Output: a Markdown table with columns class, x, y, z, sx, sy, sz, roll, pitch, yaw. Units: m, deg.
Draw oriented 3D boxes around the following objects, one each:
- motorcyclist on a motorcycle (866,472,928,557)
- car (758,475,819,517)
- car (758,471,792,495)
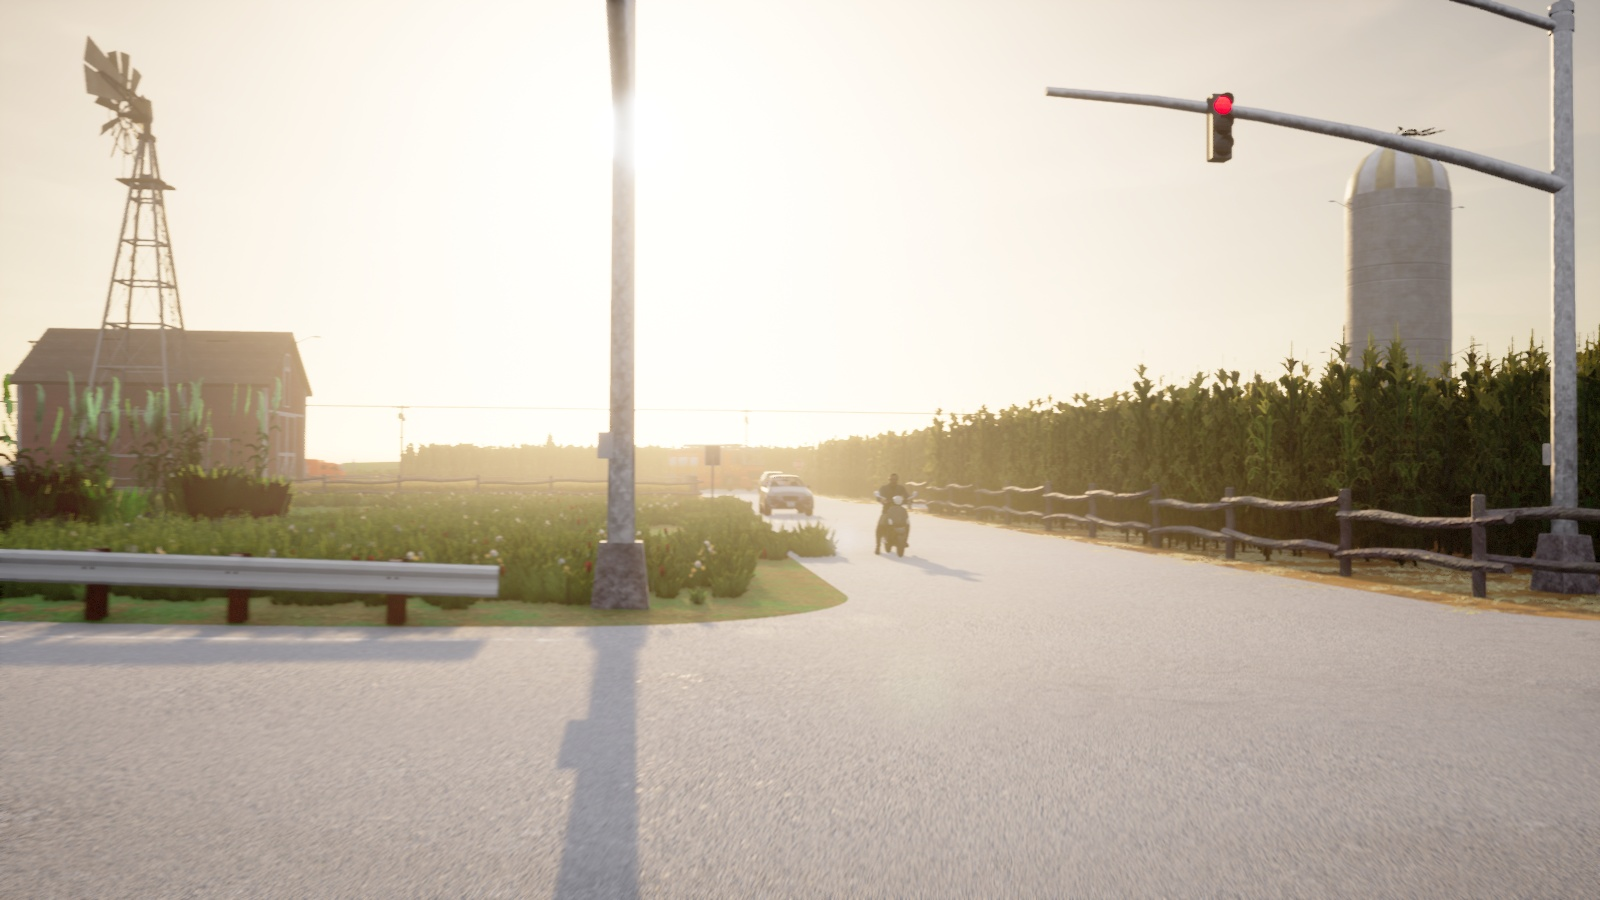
| class | x | y | z | sx | sy | sz | roll | pitch | yaw |
| --- | --- | --- | --- | --- | --- | --- | --- | --- | --- |
| motorcyclist on a motorcycle | 1.850 | 1.216 | 24.294 | 0.866 | 1.590 | 1.817 | 0 | -1 | -6 |
| car | -0.472 | 1.663 | 46.305 | 1.816 | 1.474 | 4.193 | 0 | -1 | -6 |
| car | -1.800 | 2.309 | 88.421 | 2.033 | 1.649 | 4.856 | 0 | -1 | -6 |
